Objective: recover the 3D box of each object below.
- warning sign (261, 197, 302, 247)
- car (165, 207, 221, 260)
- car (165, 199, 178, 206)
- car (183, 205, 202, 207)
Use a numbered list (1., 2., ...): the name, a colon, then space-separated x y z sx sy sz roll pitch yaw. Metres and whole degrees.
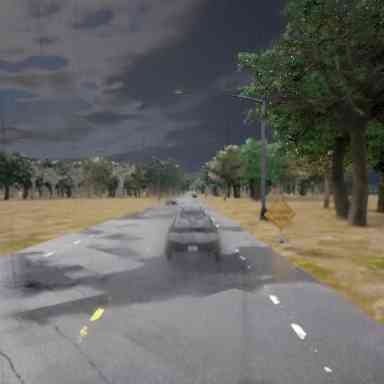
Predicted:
1. warning sign: 3.531 1.163 13.270 1.300 1.860 1.060 -1 -2 0
2. car: 0.046 1.537 12.648 2.128 1.511 4.902 0 0 0
3. car: -3.543 1.801 57.882 1.895 1.301 4.718 0 0 1
4. car: 0.042 1.697 27.023 1.895 1.301 4.718 0 0 0
